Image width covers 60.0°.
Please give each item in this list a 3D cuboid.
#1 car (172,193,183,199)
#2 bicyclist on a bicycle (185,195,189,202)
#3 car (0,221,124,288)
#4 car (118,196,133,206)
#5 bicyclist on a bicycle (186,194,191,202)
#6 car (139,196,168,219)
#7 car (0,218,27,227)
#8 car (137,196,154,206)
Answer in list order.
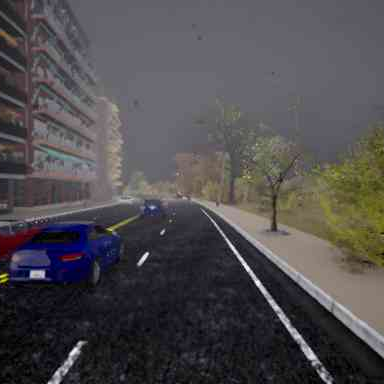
[{"bbox_3d":[-3.599,1.244,89.828,1.837,1.490,4.892,0,0,-6],"label":"car"},{"bbox_3d":[-1.061,1.354,71.024,0.582,1.620,1.656,0,0,-4],"label":"bicyclist on a bicycle"},{"bbox_3d":[-3.149,1.514,9.081,1.812,1.442,4.674,0,0,0],"label":"car"},{"bbox_3d":[-10.714,1.461,53.738,1.812,1.442,4.674,0,0,-2],"label":"car"},{"bbox_3d":[-0.437,1.287,61.937,0.659,1.776,1.843,0,0,-4],"label":"bicyclist on a bicycle"},{"bbox_3d":[-3.249,1.317,29.084,2.097,1.767,4.553,0,0,-1],"label":"car"},{"bbox_3d":[-6.599,1.587,10.928,1.895,1.301,4.718,0,0,0],"label":"car"},{"bbox_3d":[-7.454,1.425,53.812,2.128,1.511,4.902,0,0,-2],"label":"car"}]
